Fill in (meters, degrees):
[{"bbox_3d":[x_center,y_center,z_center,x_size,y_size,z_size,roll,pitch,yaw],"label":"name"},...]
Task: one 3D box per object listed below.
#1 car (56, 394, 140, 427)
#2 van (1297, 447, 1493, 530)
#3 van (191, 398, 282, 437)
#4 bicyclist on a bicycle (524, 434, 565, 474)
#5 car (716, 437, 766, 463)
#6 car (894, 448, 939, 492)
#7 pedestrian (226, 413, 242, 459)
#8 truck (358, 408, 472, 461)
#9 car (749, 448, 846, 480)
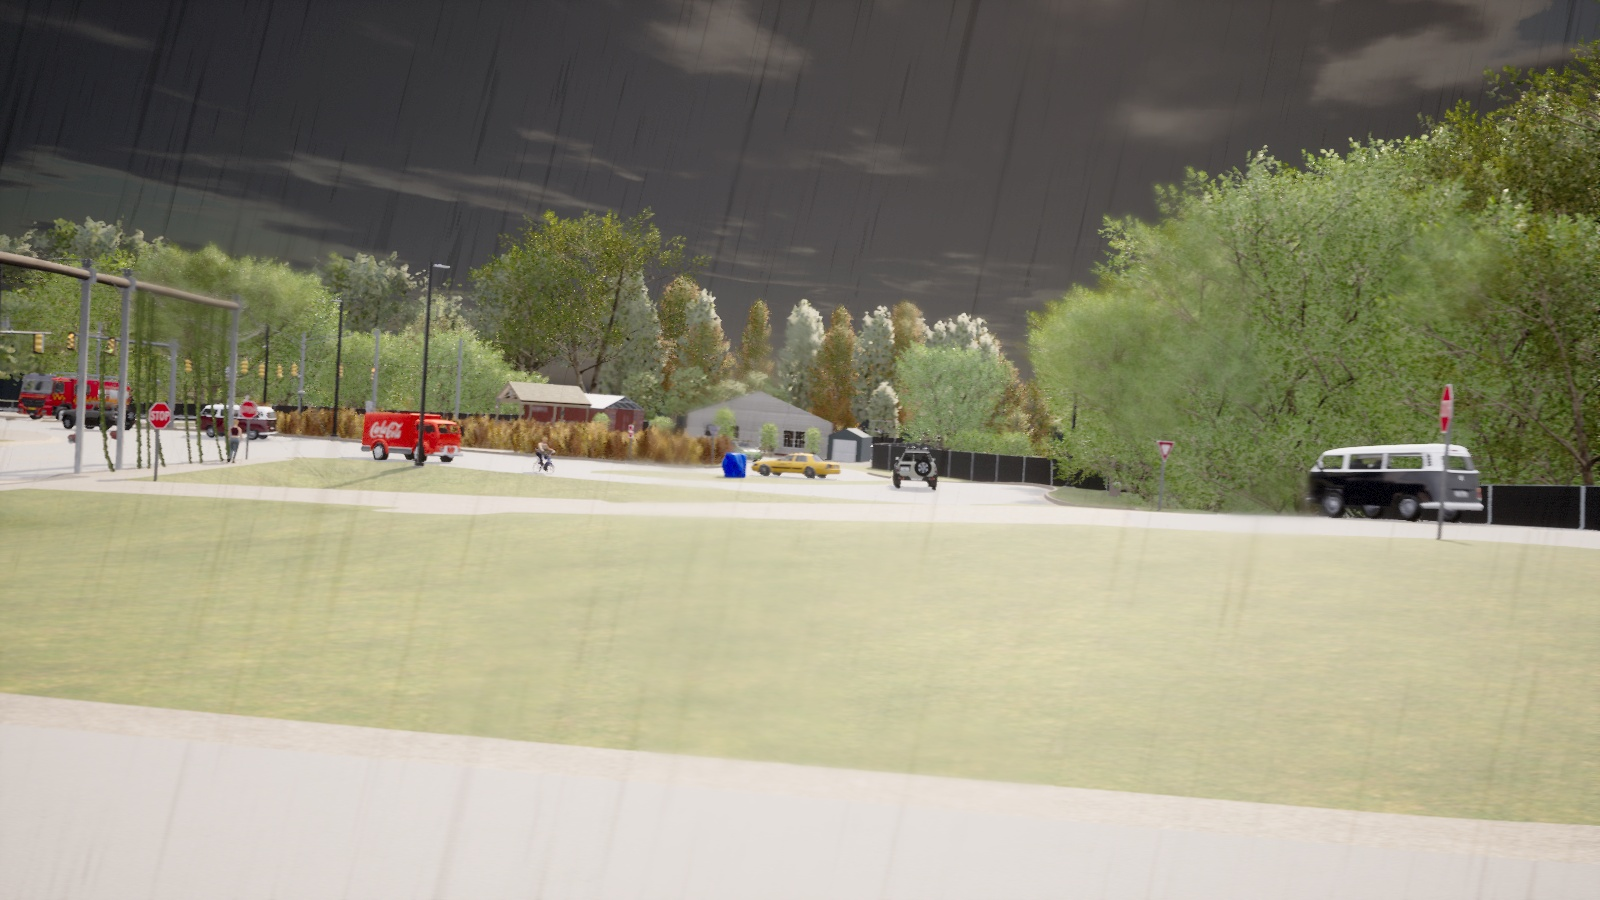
[{"bbox_3d":[-44.024,-2.500,78.795,4.605,1.855,1.932,3,2,17],"label":"car"},{"bbox_3d":[15.972,1.014,33.997,2.069,2.038,4.480,3,-2,-24],"label":"van"},{"bbox_3d":[-34.321,-1.984,76.572,4.480,2.038,2.069,4,3,-1],"label":"van"},{"bbox_3d":[-11.007,0.161,54.027,1.509,1.612,0.866,4,0,42],"label":"bicyclist on a bicycle"},{"bbox_3d":[-4.322,0.000,91.666,2.007,1.525,4.514,3,2,-25],"label":"car"},{"bbox_3d":[5.348,0.867,58.037,1.932,1.855,4.605,2,1,4],"label":"car"},{"bbox_3d":[-23.151,-0.572,51.388,0.345,1.836,0.594,4,2,-7],"label":"pedestrian"},{"bbox_3d":[-19.766,-0.776,64.430,5.204,2.467,2.627,3,0,30],"label":"truck"},{"bbox_3d":[-0.158,0.829,73.736,5.366,1.575,1.801,3,1,24],"label":"car"}]
